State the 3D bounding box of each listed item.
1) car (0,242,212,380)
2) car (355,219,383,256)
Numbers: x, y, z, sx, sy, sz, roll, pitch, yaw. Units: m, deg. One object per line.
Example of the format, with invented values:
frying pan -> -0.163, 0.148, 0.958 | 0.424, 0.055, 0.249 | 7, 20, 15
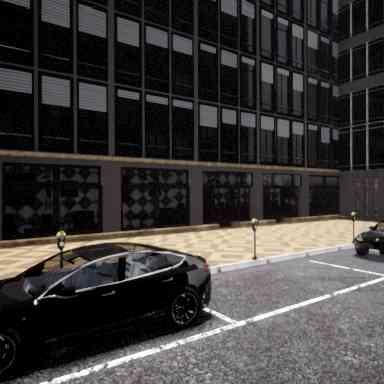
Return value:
car -> -1.632, 1.566, 5.395 | 4.313, 1.339, 1.947 | 0, 0, -35
car -> 7.657, 1.564, 11.993 | 4.313, 1.339, 1.947 | 0, 0, -35
